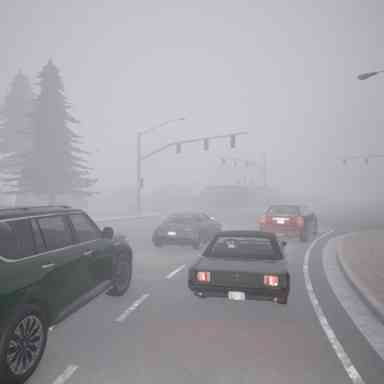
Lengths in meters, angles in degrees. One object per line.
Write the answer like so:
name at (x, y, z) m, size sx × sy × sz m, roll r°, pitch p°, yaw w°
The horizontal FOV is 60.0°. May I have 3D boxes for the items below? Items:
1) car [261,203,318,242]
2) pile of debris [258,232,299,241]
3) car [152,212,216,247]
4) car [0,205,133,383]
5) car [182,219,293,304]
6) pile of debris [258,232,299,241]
car at (4.869, 1.316, 16.437) m, size 2.097 × 1.767 × 4.553 m, roll 0°, pitch 0°, yaw 28°
pile of debris at (4.248, 2.141, 16.199) m, size 1.500 × 0.140 × 1.860 m, roll 0°, pitch 0°, yaw 29°
car at (-0.070, 1.543, 14.540) m, size 1.994 × 1.385 × 4.181 m, roll 0°, pitch 0°, yaw 20°
car at (-2.774, 1.222, 5.591) m, size 2.150 × 2.045 × 5.566 m, roll 0°, pitch 0°, yaw 8°
car at (1.355, 1.587, 8.176) m, size 1.895 × 1.301 × 4.718 m, roll 0°, pitch 0°, yaw 14°
pile of debris at (4.248, 2.141, 16.199) m, size 1.500 × 0.140 × 1.860 m, roll 0°, pitch 0°, yaw 29°
